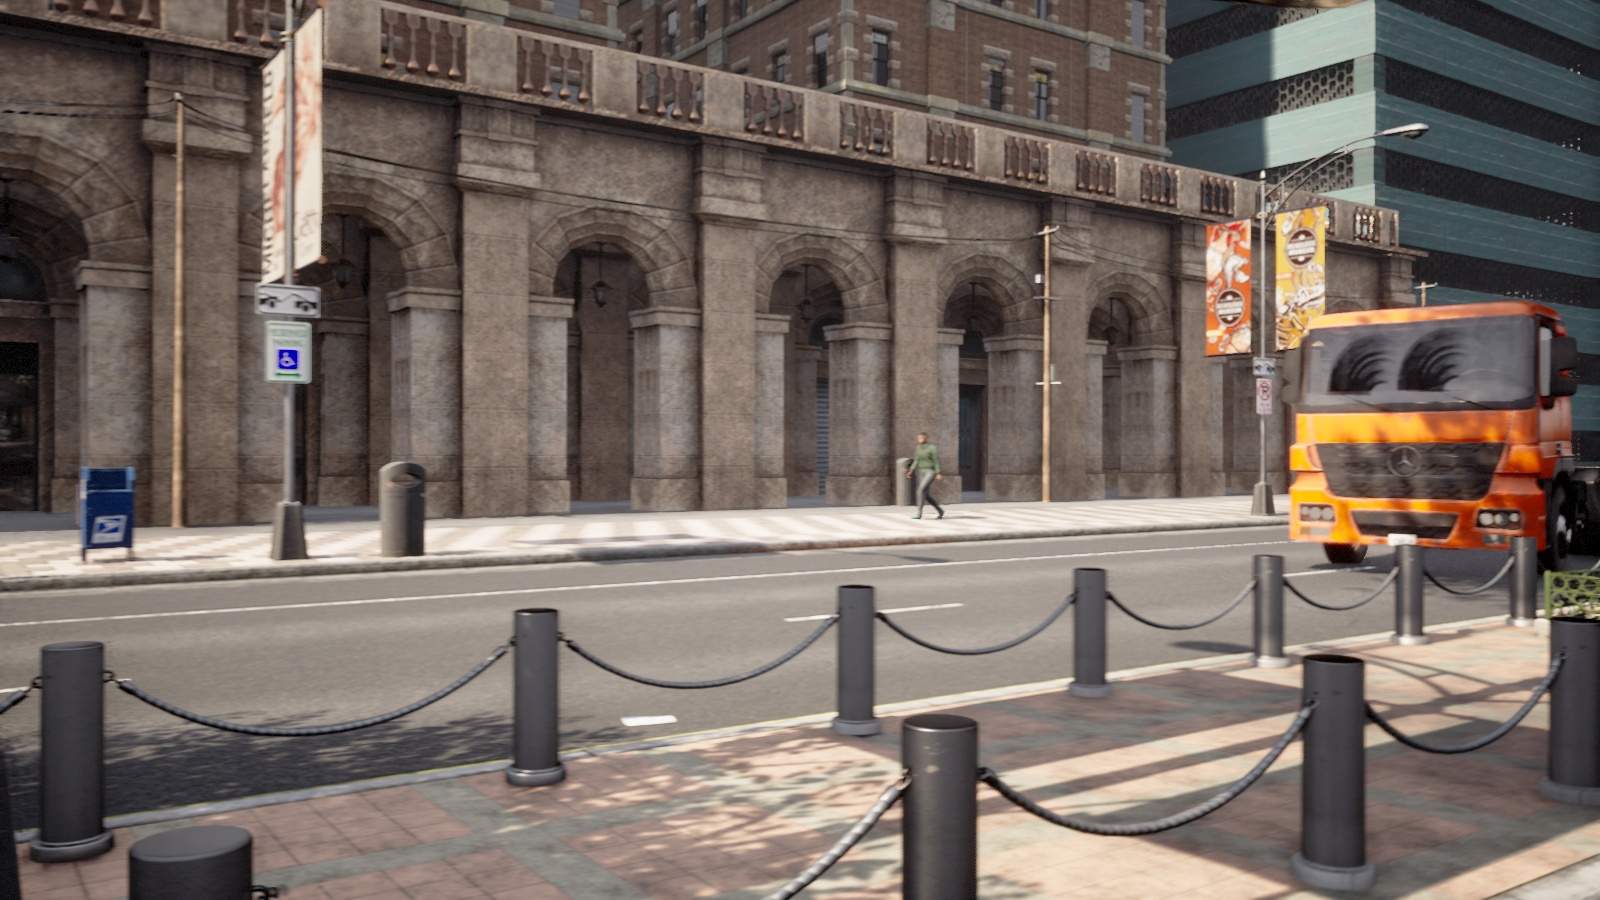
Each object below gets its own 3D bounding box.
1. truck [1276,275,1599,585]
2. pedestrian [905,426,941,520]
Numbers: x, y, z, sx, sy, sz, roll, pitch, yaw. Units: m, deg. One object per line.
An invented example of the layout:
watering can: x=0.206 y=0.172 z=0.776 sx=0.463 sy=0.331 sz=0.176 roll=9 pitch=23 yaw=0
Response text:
truck: x=9.759 y=-0.214 z=17.965 sx=2.891 sy=3.462 sz=7.936 roll=0 pitch=0 yaw=41
pedestrian: x=2.454 y=0.458 z=25.087 sx=0.614 sy=1.847 sz=0.353 roll=0 pitch=0 yaw=-34
